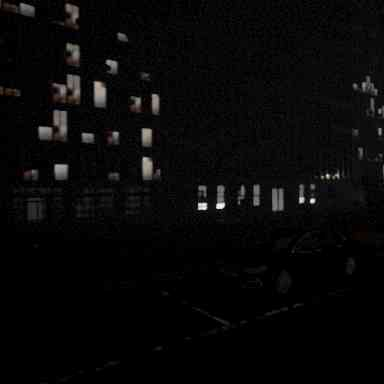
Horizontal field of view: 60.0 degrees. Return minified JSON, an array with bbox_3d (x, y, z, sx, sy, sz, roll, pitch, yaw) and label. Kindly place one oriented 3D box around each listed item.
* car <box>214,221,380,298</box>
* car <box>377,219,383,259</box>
[{"bbox_3d":[2.533,1.541,8.379,4.403,1.369,2.008,0,-1,-35],"label":"car"},{"bbox_3d":[6.975,1.508,11.546,4.829,1.417,1.752,0,-1,-35],"label":"car"}]
